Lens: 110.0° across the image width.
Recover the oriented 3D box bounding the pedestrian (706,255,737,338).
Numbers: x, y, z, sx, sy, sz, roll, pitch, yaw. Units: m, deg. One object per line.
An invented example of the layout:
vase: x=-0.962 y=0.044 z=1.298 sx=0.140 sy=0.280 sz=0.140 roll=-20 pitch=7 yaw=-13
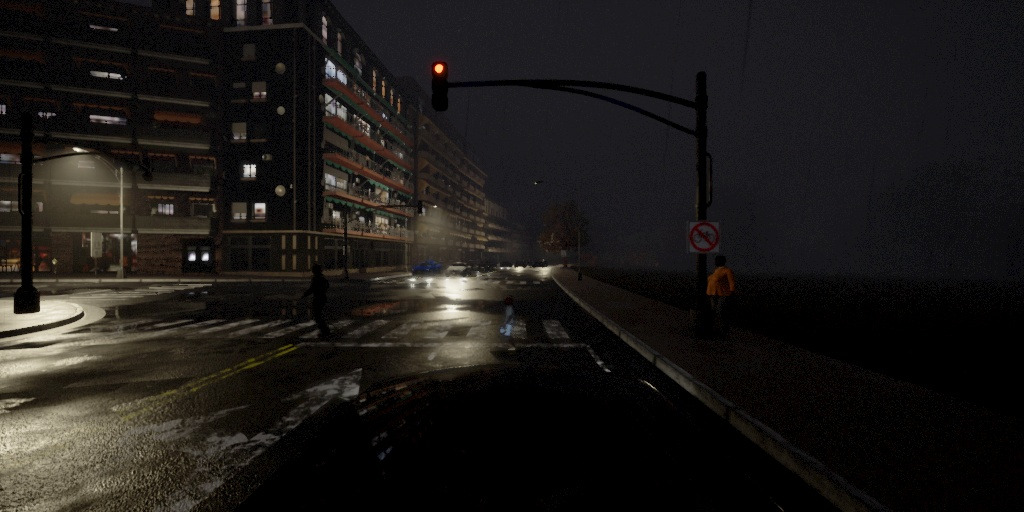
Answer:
pedestrian: x=4.763 y=0.894 z=8.165 sx=0.375 sy=1.860 sz=0.375 roll=0 pitch=0 yaw=1

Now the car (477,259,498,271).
car: x=-3.703 y=1.377 z=51.066 sx=1.837 sy=1.490 sz=4.892 roll=0 pitch=0 yaw=7

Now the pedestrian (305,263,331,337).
pedestrian: x=-4.781 y=1.047 z=8.892 sx=0.375 sy=1.860 sz=0.375 roll=0 pitch=0 yaw=1

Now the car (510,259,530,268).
car: x=1.557 y=1.491 z=65.441 sx=2.033 sy=1.411 sz=5.357 roll=0 pitch=0 yaw=9

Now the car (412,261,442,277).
car: x=-8.443 y=1.291 z=36.053 sx=1.882 sy=1.535 sz=5.008 roll=0 pitch=0 yaw=5

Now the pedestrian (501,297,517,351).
pedestrian: x=-0.034 y=1.046 z=7.631 sx=0.375 sy=1.860 sz=0.375 roll=0 pitch=0 yaw=1

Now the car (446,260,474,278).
car: x=-5.213 y=1.338 z=35.613 sx=1.812 sy=1.442 sz=4.674 roll=0 pitch=0 yaw=5
